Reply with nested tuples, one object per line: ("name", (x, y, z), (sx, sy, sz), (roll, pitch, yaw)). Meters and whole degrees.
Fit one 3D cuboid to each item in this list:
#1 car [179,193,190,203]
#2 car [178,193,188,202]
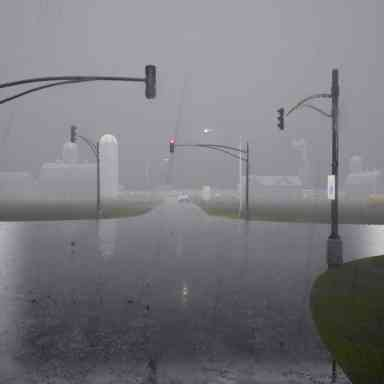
("car", (-1.524, 1.556, 69.974), (1.812, 1.442, 4.674), (0, 0, -3))
("car", (-2.110, 1.193, 80.009), (2.150, 2.045, 5.566), (0, 0, -4))
